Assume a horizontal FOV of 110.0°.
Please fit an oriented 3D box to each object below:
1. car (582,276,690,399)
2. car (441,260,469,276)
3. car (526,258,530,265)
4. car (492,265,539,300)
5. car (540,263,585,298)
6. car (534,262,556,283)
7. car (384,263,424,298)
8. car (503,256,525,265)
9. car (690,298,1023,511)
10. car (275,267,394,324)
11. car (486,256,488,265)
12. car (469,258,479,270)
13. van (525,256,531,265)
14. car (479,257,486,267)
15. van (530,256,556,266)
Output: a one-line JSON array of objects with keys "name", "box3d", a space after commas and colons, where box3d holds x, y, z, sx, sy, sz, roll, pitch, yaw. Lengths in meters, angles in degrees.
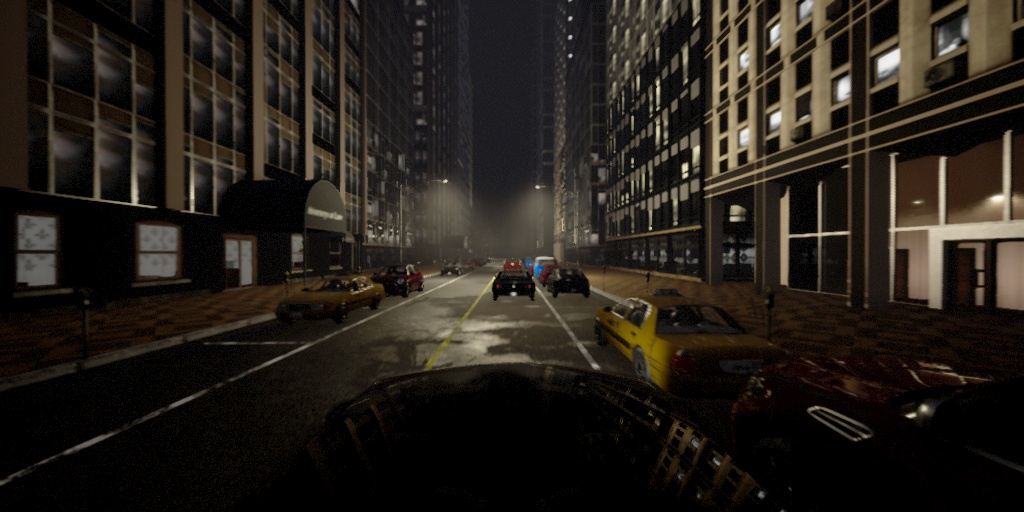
[{"name": "car", "box3d": [2.688, 1.257, 6.532, 1.751, 1.417, 4.829, 0, 0, 0]}, {"name": "car", "box3d": [-5.717, 1.185, 34.850, 1.948, 1.339, 4.313, 0, 0, 0]}, {"name": "car", "box3d": [2.664, 1.158, 34.856, 1.888, 1.381, 4.507, 0, 0, 0]}, {"name": "car", "box3d": [0.077, 1.293, 17.205, 1.895, 1.301, 4.718, 0, 0, 0]}, {"name": "car", "box3d": [2.678, 1.239, 17.762, 2.007, 1.370, 4.403, 0, 0, 0]}, {"name": "car", "box3d": [2.673, 1.246, 23.460, 1.802, 1.307, 4.207, 0, 0, 0]}, {"name": "car", "box3d": [-5.703, 1.135, 17.756, 1.967, 1.591, 4.097, 0, 0, 0]}, {"name": "car", "box3d": [0.066, 0.934, 41.657, 2.097, 1.767, 4.553, 0, 0, 0]}, {"name": "car", "box3d": [2.693, 1.066, 0.664, 2.192, 1.841, 5.009, 0, 0, 0]}, {"name": "car", "box3d": [-5.698, 1.243, 11.886, 1.751, 1.417, 4.829, 0, 0, 0]}, {"name": "car", "box3d": [-5.741, 1.062, 63.343, 1.802, 1.307, 4.207, 0, 0, 0]}, {"name": "car", "box3d": [-5.727, 1.146, 46.247, 1.802, 1.307, 4.207, 0, 0, 0]}, {"name": "van", "box3d": [2.649, 0.871, 51.951, 1.690, 1.789, 3.998, 0, 0, 0]}, {"name": "car", "box3d": [-5.737, 1.054, 57.644, 1.888, 1.381, 4.507, 0, 0, 0]}, {"name": "van", "box3d": [2.668, 0.980, 29.158, 1.690, 1.789, 3.998, 0, 0, 0]}]
